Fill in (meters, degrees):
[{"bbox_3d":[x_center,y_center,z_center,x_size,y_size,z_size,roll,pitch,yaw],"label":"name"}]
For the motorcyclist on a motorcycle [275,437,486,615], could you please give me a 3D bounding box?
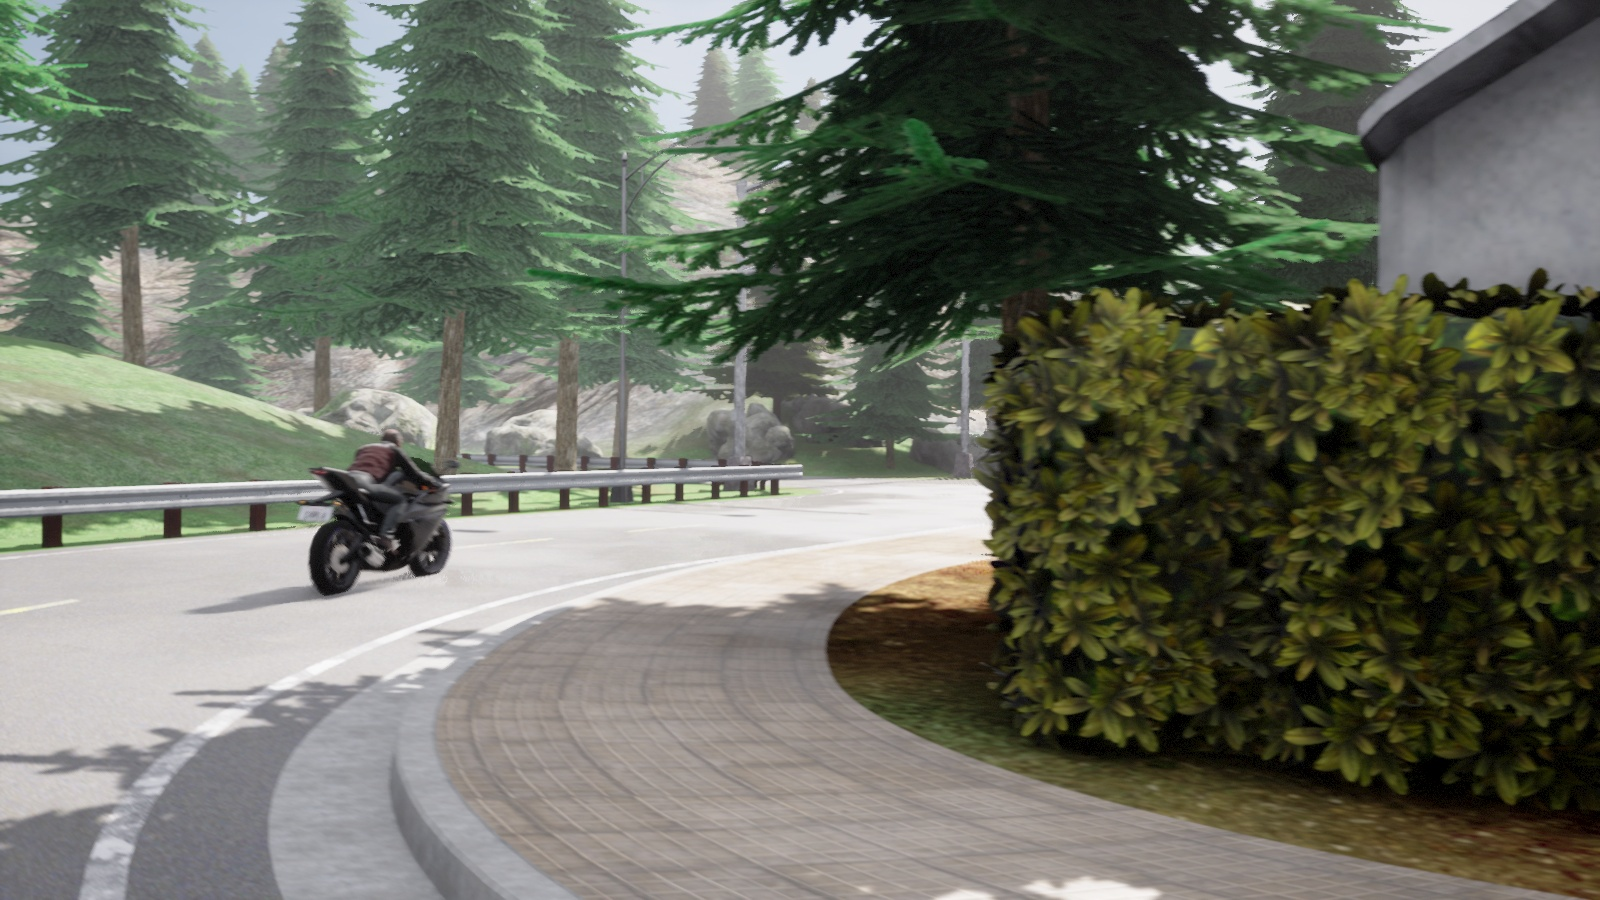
[{"bbox_3d":[-3.956,0.651,12.090,0.866,1.530,2.191,0,1,15],"label":"motorcyclist on a motorcycle"}]
